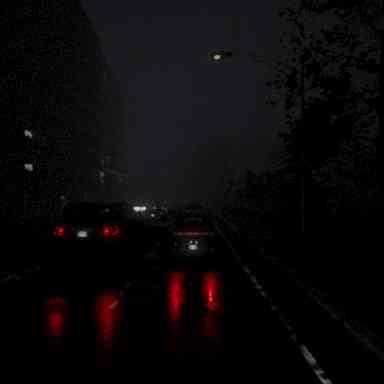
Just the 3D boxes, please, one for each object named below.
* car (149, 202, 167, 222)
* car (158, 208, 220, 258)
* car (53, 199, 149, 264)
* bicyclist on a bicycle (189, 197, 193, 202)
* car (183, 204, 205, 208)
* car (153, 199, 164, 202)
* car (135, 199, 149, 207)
[{"bbox_3d":[-3.100,1.844,28.304,1.994,1.385,4.181,0,0,1],"label":"car"},{"bbox_3d":[0.066,1.625,13.396,2.128,1.511,4.902,0,0,1],"label":"car"},{"bbox_3d":[-3.199,1.347,12.462,2.150,2.045,5.566,0,0,1],"label":"car"},{"bbox_3d":[0.027,2.240,87.451,0.659,1.776,1.843,0,0,-3],"label":"bicyclist on a bicycle"},{"bbox_3d":[0.163,1.765,29.123,1.882,1.535,5.008,0,0,1],"label":"car"},{"bbox_3d":[-6.488,2.172,64.544,1.812,1.442,4.674,0,-1,-1],"label":"car"},{"bbox_3d":[-9.734,2.148,64.799,2.128,1.511,4.902,0,-1,-1],"label":"car"}]
